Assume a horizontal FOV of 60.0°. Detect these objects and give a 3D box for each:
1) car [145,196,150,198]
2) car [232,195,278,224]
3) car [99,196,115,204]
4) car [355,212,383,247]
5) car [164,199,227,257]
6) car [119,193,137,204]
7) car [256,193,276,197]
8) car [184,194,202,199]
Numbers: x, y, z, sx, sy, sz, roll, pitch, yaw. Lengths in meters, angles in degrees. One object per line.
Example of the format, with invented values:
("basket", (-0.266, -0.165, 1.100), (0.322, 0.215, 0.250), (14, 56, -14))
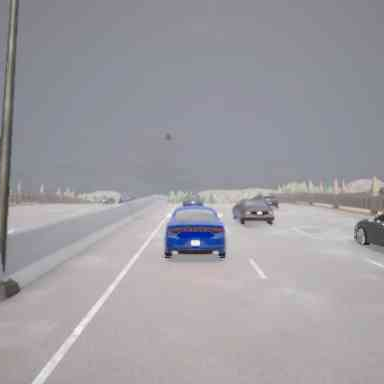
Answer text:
("car", (-7.004, 1.441, 55.092), (1.837, 1.490, 4.892), (0, -4, 0))
("car", (3.599, 1.110, 20.214), (2.033, 1.411, 5.357), (0, 1, 0))
("car", (-14.004, 1.414, 55.098), (2.128, 1.511, 4.902), (0, -4, 0))
("car", (7.099, 1.272, 10.714), (1.837, 1.490, 4.892), (0, 1, 0))
("car", (0.099, 1.221, 11.789), (1.882, 1.535, 5.008), (0, 1, 0))
("car", (-10.504, 1.130, 55.122), (2.150, 2.045, 5.566), (0, -4, 0))
("car", (7.098, 0.792, 32.625), (2.128, 1.511, 4.902), (0, 1, 0))
("car", (0.098, 0.867, 32.468), (1.994, 1.385, 4.181), (0, 1, 0))
